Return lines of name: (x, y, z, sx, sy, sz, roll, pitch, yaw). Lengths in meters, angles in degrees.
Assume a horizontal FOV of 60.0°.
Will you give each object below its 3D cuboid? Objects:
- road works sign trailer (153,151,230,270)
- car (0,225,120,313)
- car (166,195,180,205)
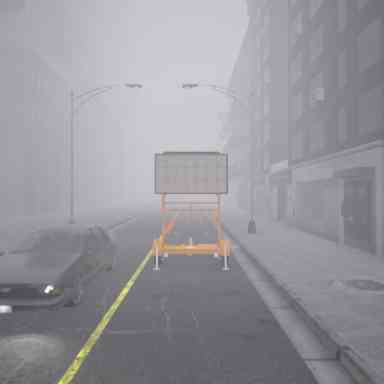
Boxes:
road works sign trailer: (-0.023, 0.467, 11.022, 2.380, 3.560, 2.880, 0, 0, 0)
car: (-3.118, 1.549, 8.152, 2.033, 1.411, 5.357, 0, 0, 0)
car: (-3.110, 1.621, 59.133, 2.033, 1.411, 5.357, 0, 0, 0)
